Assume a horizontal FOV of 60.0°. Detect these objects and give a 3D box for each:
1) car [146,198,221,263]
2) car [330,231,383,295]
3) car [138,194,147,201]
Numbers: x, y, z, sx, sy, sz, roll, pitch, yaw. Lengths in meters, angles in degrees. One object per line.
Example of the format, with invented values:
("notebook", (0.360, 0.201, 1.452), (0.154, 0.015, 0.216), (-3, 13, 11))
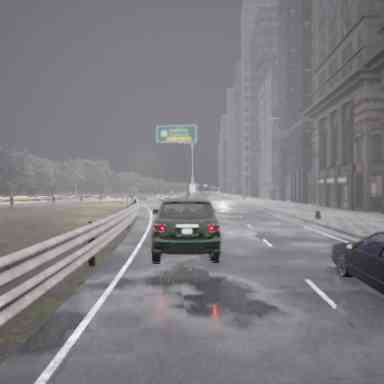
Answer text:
("car", (-0.272, 1.209, 12.120), (2.150, 2.045, 5.566), (0, 0, -3))
("car", (4.671, 1.527, 6.958), (2.033, 1.411, 5.357), (0, 0, 4))
("car", (-10.906, 1.211, 73.553), (2.033, 1.411, 5.357), (0, 0, -12))
